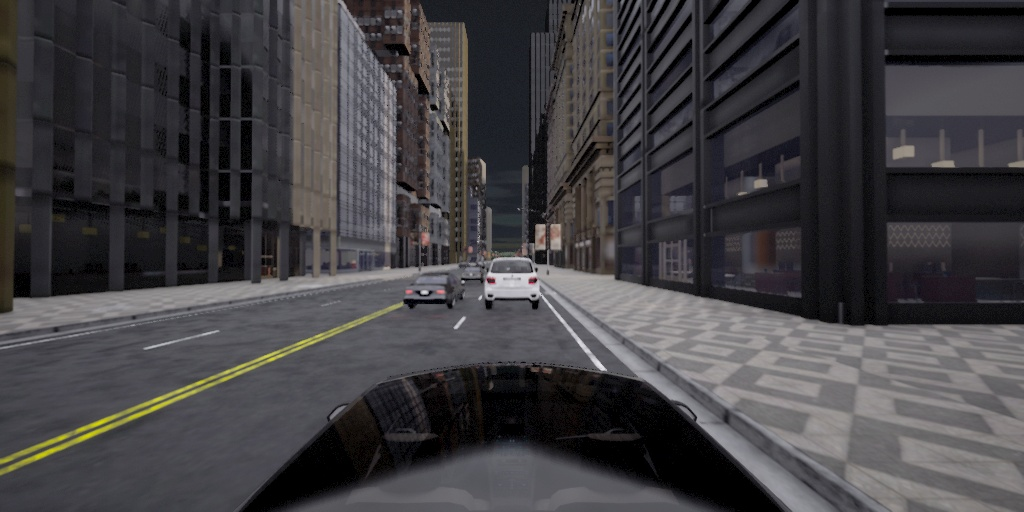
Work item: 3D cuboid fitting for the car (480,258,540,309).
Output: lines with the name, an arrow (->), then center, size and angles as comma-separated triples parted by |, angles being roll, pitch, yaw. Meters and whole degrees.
car -> 0.004, 1.096, 15.862 | 2.150, 2.045, 5.566 | 0, 0, 0

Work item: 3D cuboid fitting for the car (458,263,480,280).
car -> -3.243, 1.561, 30.837 | 2.033, 1.411, 5.357 | 0, 0, 0

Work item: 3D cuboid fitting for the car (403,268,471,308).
car -> -3.246, 1.427, 15.838 | 2.033, 1.411, 5.357 | 0, 0, 0
